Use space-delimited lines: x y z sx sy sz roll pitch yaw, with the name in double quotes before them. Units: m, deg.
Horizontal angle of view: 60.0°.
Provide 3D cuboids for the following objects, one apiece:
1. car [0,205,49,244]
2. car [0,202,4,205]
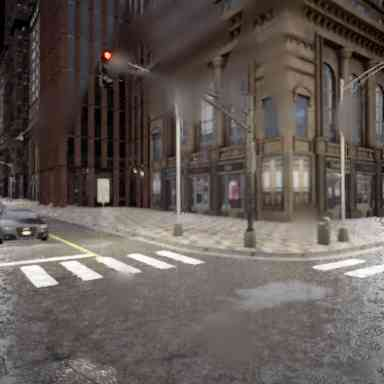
"car" -8.112 1.531 15.602 1.994 1.385 4.181 0 0 -36
"car" -15.153 1.480 25.364 2.033 1.411 5.357 0 0 -36
